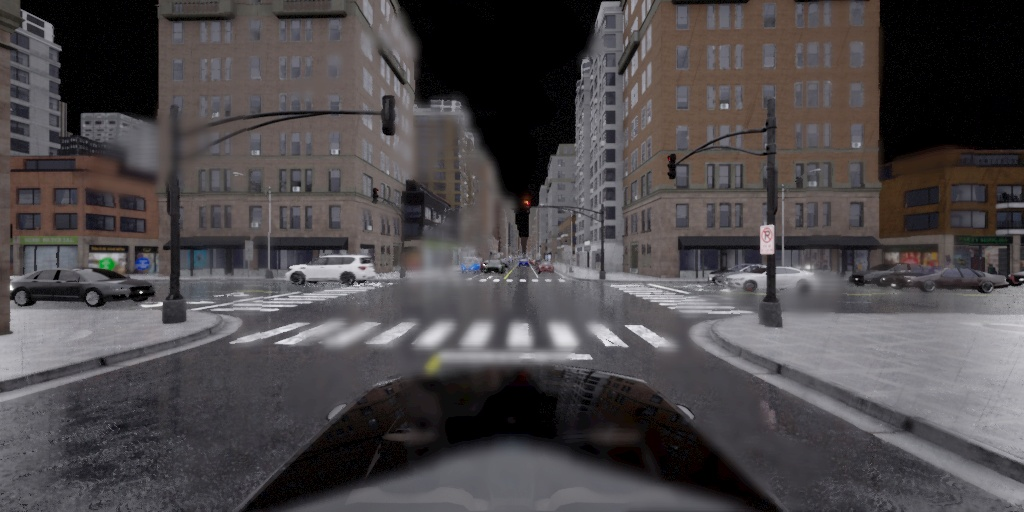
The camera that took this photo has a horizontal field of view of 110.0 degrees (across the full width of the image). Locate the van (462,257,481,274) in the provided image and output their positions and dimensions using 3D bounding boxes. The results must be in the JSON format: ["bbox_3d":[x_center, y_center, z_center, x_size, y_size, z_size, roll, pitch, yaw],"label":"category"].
[{"bbox_3d":[-4.671,1.109,41.175,1.690,1.789,3.998,0,0,2],"label":"van"}]

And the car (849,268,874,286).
[{"bbox_3d":[25.083,1.282,23.506,4.892,1.490,1.837,0,0,2],"label":"car"}]

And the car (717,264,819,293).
[{"bbox_3d":[14.787,1.290,20.556,4.674,1.442,1.812,0,0,3],"label":"car"}]

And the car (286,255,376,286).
[{"bbox_3d":[-12.180,0.956,24.317,5.566,2.045,2.150,0,1,1],"label":"car"}]

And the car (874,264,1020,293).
[{"bbox_3d":[24.374,1.324,20.275,5.357,1.411,2.033,0,0,2],"label":"car"}]

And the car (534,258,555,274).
[{"bbox_3d":[3.850,1.207,40.883,1.967,1.591,4.097,0,0,2],"label":"car"}]

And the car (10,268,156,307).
[{"bbox_3d":[-17.632,1.239,14.806,4.892,1.490,1.837,0,0,2],"label":"car"}]

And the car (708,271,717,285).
[{"bbox_3d":[15.666,1.256,23.783,4.902,1.511,2.128,0,0,2],"label":"car"}]

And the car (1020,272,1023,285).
[{"bbox_3d":[35.065,1.358,23.204,4.181,1.385,1.994,0,0,2],"label":"car"}]

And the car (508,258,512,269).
[{"bbox_3d":[-1.400,1.383,55.645,1.895,1.301,4.718,0,0,2],"label":"car"}]

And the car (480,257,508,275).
[{"bbox_3d":[-1.945,1.118,40.208,2.097,1.767,4.553,0,0,2],"label":"car"}]
